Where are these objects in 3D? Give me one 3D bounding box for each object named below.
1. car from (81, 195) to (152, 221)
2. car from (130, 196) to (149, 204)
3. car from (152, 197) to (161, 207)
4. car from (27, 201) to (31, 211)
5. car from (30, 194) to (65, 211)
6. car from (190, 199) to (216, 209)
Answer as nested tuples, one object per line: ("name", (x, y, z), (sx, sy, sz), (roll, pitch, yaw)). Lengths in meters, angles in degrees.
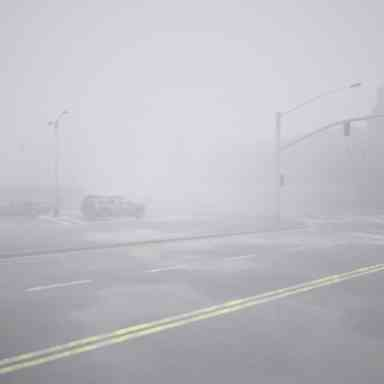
("car", (-5.770, 1.177, 25.608), (4.605, 1.855, 1.932), (0, 0, -35))
("car", (-10.221, 1.585, 64.157), (1.837, 1.490, 4.892), (0, 0, -34))
("car", (-6.569, 1.563, 52.276), (1.837, 1.490, 4.892), (0, 0, -34))
("car", (-20.433, 1.418, 46.365), (3.806, 1.475, 1.970), (0, 0, -35))
("car", (-18.768, 1.179, 43.996), (3.866, 1.878, 1.905), (0, 0, -35))
("car", (1.566, 1.631, 46.406), (1.994, 1.385, 4.181), (0, 0, -34))
